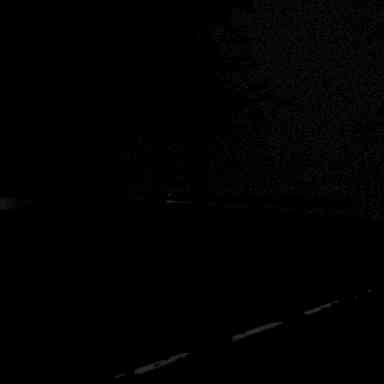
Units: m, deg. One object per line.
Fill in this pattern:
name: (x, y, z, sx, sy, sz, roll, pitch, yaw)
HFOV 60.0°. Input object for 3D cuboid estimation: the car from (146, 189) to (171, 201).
car: (-5.806, 0.454, 56.867, 2.150, 2.045, 5.566, -1, 1, -35)
